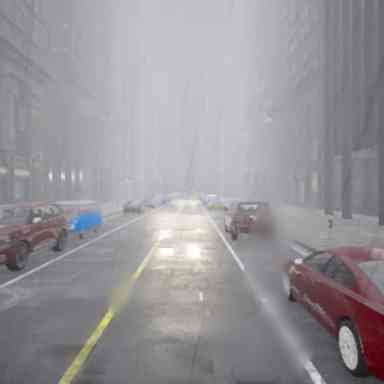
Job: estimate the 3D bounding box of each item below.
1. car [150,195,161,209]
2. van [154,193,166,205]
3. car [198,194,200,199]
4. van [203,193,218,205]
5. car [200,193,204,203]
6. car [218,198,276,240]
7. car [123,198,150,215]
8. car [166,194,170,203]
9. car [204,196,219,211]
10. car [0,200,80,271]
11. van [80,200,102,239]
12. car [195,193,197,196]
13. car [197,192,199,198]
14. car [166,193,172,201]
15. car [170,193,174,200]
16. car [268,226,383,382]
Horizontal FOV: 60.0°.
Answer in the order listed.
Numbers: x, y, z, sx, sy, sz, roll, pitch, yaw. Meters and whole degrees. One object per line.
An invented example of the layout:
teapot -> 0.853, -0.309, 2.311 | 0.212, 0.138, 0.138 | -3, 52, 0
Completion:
car -> -5.765, 1.508, 44.840 | 1.947, 1.339, 4.313 | 0, 0, 0
van -> -5.767, 1.273, 56.113 | 1.690, 1.788, 3.998 | 0, 0, 0
car -> 2.759, 1.469, 67.398 | 2.008, 1.369, 4.403 | 0, 0, 0
van -> 2.759, 1.280, 44.852 | 1.690, 1.788, 3.998 | 0, 0, 0
car -> 2.759, 1.369, 56.125 | 1.967, 1.590, 4.097 | 0, 0, 0
car -> 2.760, 1.286, 16.671 | 2.192, 1.841, 5.009 | 0, 0, 0
car -> -5.765, 1.498, 33.566 | 1.887, 1.381, 4.507 | 0, 0, 0
car -> -5.766, 1.493, 61.750 | 1.947, 1.339, 4.313 | 0, 0, 0
car -> 2.760, 1.469, 39.387 | 1.752, 1.417, 4.829 | 0, 0, 0
car -> -5.764, 1.299, 11.019 | 2.192, 1.841, 5.009 | 0, 0, 0
van -> -5.764, 1.316, 16.656 | 1.690, 1.788, 3.998 | 0, 0, 0
car -> 2.757, 1.214, 89.943 | 2.192, 1.841, 5.009 | 0, 0, 0
car -> 2.758, 1.349, 78.670 | 1.967, 1.590, 4.097 | 0, 0, 0
car -> -5.766, 1.488, 67.387 | 1.947, 1.339, 4.313 | 0, 0, 0
car -> -5.767, 1.232, 73.023 | 2.192, 1.841, 5.009 | 0, 0, 0
car -> 2.762, 1.534, 5.399 | 1.887, 1.381, 4.507 | 0, 0, 0
